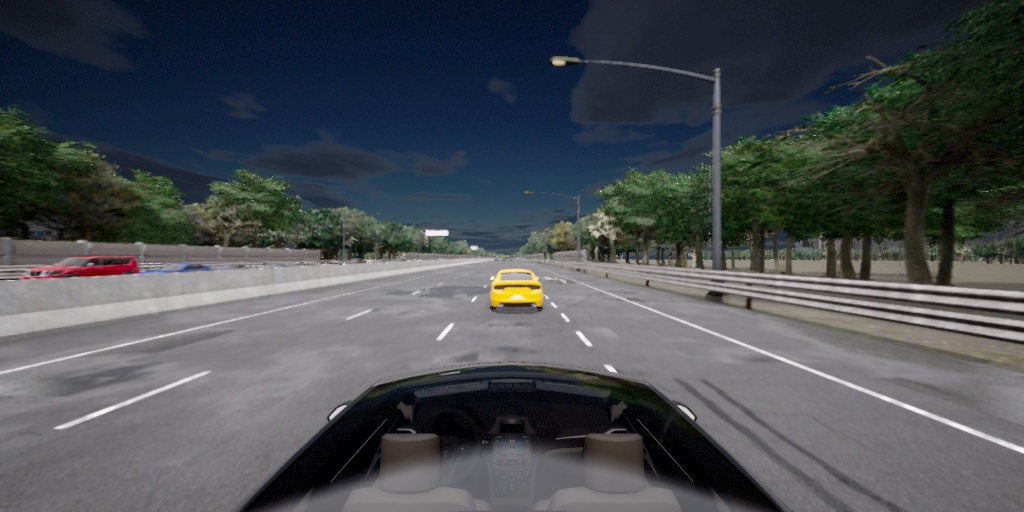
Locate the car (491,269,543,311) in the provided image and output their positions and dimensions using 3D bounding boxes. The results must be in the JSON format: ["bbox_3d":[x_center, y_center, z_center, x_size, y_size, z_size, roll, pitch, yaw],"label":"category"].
[{"bbox_3d":[0.145,1.274,14.737,1.882,1.535,5.008,0,0,-1],"label":"car"}]

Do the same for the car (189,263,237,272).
[{"bbox_3d":[-21.137,1.363,26.871,1.994,1.385,4.181,0,0,0],"label":"car"}]

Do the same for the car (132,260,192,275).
[{"bbox_3d":[-24.636,1.276,26.778,1.882,1.535,5.008,0,0,0],"label":"car"}]

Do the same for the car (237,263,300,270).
[{"bbox_3d":[-17.639,1.291,27.062,2.128,1.511,4.902,0,0,0],"label":"car"}]

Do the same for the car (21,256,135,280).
[{"bbox_3d":[-28.135,1.012,23.826,2.150,2.045,5.566,0,0,0],"label":"car"}]
